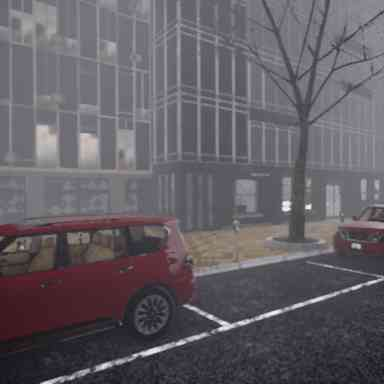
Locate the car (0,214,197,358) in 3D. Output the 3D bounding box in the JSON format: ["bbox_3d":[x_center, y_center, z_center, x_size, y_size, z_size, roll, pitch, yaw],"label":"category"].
[{"bbox_3d":[-2.237,1.316,4.971,5.009,1.841,2.192,0,0,-35],"label":"car"}]

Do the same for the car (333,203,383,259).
[{"bbox_3d":[7.044,1.326,11.584,5.009,1.841,2.192,0,0,-35],"label":"car"}]
